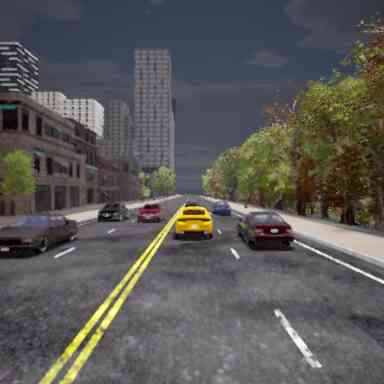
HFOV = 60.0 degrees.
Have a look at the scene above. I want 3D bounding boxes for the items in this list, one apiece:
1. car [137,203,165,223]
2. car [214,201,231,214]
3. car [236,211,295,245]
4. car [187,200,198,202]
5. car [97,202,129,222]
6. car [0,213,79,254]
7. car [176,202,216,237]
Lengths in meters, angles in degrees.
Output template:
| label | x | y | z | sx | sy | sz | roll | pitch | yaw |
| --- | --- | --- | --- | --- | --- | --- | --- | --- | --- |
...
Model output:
| label | x | y | z | sx | sy | sz | roll | pitch | yaw |
| --- | --- | --- | --- | --- | --- | --- | --- | --- | --- |
| car | -3.295 | 1.676 | 27.385 | 1.812 | 1.442 | 4.674 | 0 | 0 | 0 |
| car | 3.349 | 1.755 | 38.069 | 2.033 | 1.411 | 5.357 | 0 | 0 | 0 |
| car | 3.350 | 1.637 | 16.027 | 2.033 | 1.411 | 5.357 | 0 | 0 | 0 |
| car | 0.101 | 1.726 | 43.040 | 2.128 | 1.511 | 4.902 | 0 | 0 | 0 |
| car | -6.542 | 1.660 | 27.988 | 1.837 | 1.490 | 4.892 | 0 | -1 | 0 |
| car | -6.501 | 1.627 | 14.229 | 2.033 | 1.411 | 5.357 | 0 | 0 | 0 |
| car | 0.101 | 1.583 | 18.910 | 1.882 | 1.535 | 5.008 | 0 | 0 | 0 |
